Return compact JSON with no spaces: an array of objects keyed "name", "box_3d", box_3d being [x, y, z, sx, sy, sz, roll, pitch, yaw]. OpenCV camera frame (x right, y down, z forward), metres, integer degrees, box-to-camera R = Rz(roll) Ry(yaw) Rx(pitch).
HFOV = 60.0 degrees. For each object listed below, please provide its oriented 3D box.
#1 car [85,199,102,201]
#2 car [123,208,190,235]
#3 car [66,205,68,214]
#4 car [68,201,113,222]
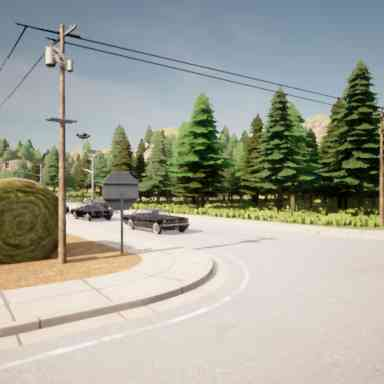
[{"name":"car","box_3d":[-11.057,1.522,36.765,2.128,1.511,4.902,0,0,-38]},{"name":"car","box_3d":[-2.176,1.633,19.484,1.895,1.301,4.718,0,0,-38]},{"name":"car","box_3d":[-14.742,1.580,35.473,2.033,1.411,5.357,0,0,-39]},{"name":"car","box_3d":[-8.240,1.633,27.197,1.895,1.301,4.718,0,0,-38]}]
